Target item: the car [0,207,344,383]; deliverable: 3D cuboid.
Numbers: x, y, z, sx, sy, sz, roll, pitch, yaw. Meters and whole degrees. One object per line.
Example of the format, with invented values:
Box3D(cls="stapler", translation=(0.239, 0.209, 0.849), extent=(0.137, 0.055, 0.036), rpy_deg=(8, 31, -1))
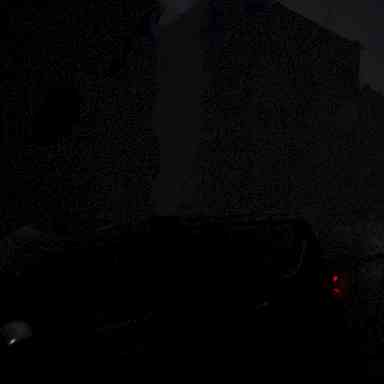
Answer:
Box3D(cls="car", translation=(-0.872, 1.220, 3.062), extent=(5.566, 2.045, 2.150), rpy_deg=(0, 0, -36))
